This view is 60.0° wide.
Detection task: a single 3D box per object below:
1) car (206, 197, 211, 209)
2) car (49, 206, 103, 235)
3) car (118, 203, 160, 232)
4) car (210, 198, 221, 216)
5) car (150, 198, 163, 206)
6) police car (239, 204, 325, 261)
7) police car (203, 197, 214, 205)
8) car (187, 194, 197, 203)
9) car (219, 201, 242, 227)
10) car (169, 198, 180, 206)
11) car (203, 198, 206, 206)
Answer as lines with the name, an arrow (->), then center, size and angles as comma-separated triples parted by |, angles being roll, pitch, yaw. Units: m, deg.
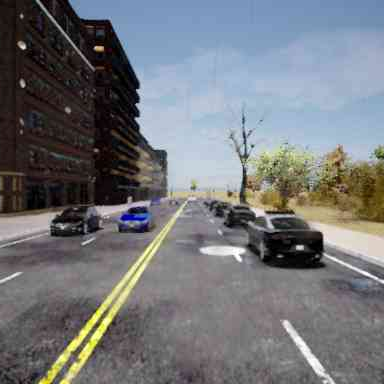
car -> 3.260, 1.723, 45.507 | 1.837, 1.490, 4.892 | 0, 0, 0
car -> -6.592, 1.599, 19.390 | 1.837, 1.490, 4.892 | 0, 0, 0
car -> -3.341, 1.627, 20.858 | 1.812, 1.442, 4.674 | 0, 0, 0
car -> 3.236, 1.672, 34.602 | 1.837, 1.490, 4.892 | 0, 0, -1
car -> -6.502, 1.821, 60.883 | 1.812, 1.442, 4.674 | 0, 0, 0
police car -> 3.253, 1.486, 12.616 | 1.930, 1.638, 5.238 | 0, 0, 0
police car -> 3.264, 1.829, 67.508 | 2.038, 1.542, 4.974 | 0, 0, 0
car -> 0.016, 1.579, 81.065 | 2.150, 2.045, 5.566 | 0, 0, 0
car -> 3.256, 1.617, 23.506 | 1.837, 1.490, 4.892 | 0, 0, 0
car -> -3.259, 1.785, 61.718 | 2.128, 1.511, 4.902 | 0, 0, 1
car -> 3.262, 1.763, 56.507 | 2.128, 1.511, 4.902 | 0, 0, 0
